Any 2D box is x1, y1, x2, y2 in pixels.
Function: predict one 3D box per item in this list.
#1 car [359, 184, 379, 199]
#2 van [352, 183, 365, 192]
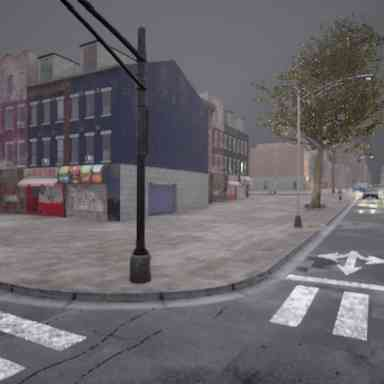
[{"bbox_3d":[23.327,0.137,43.431,2.033,1.411,5.357,0,3,29],"label":"car"},{"bbox_3d":[32.496,-0.828,65.349,1.690,1.788,3.998,2,3,29],"label":"van"}]
